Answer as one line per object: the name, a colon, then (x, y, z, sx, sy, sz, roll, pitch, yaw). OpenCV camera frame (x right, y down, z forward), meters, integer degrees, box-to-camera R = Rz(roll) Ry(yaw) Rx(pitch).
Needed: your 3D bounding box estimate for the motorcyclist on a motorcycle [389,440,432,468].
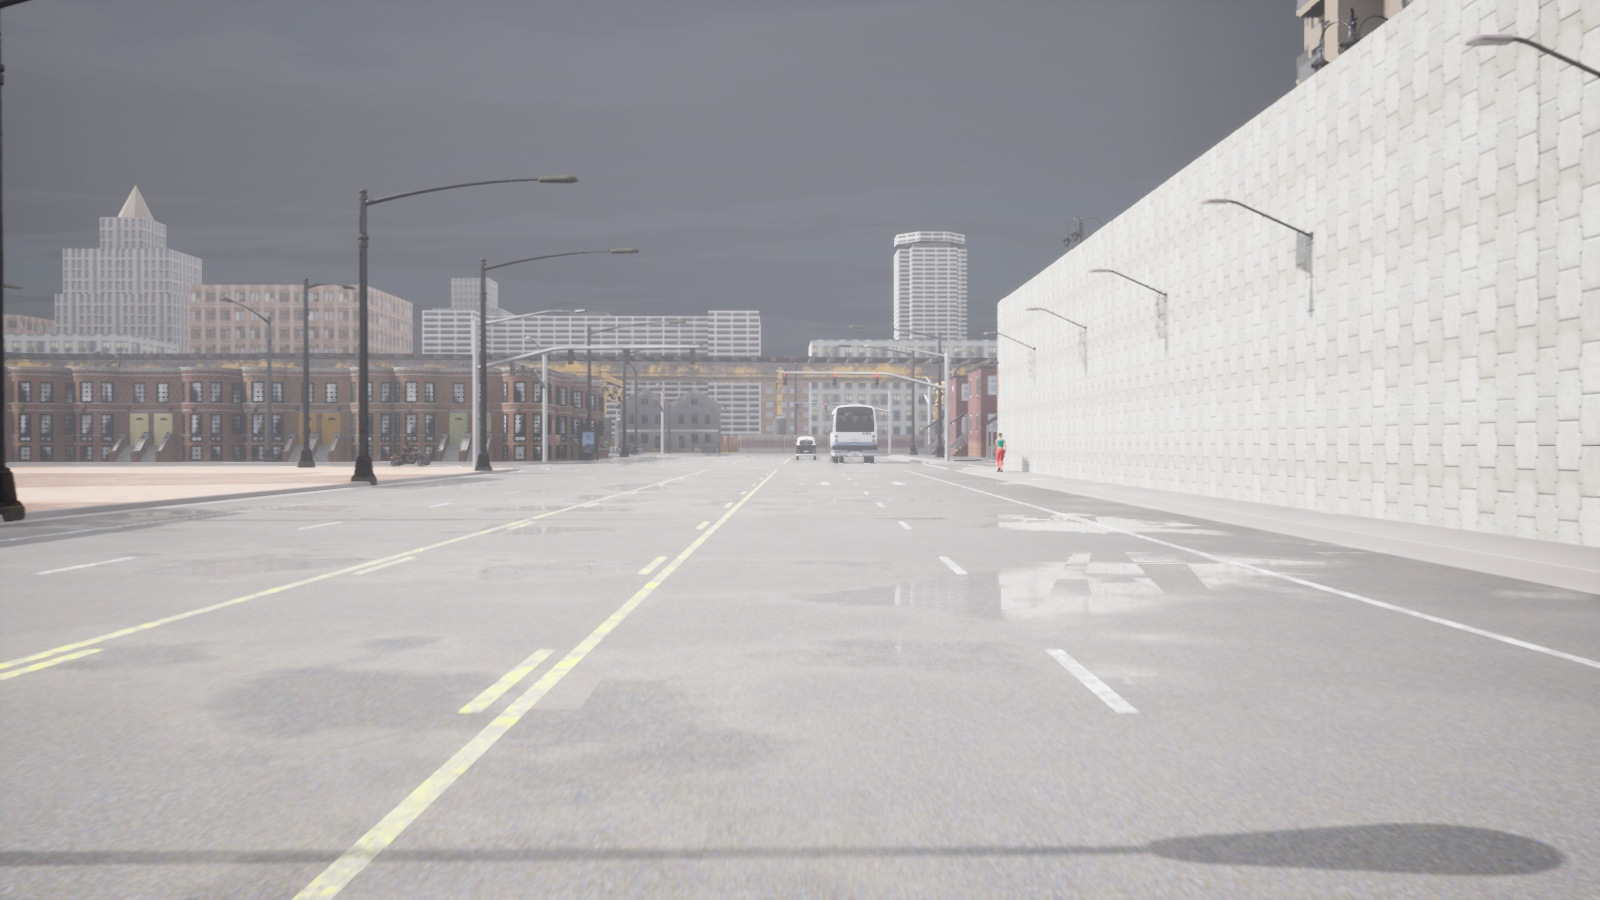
motorcyclist on a motorcycle: (-23.800, 0.241, 76.711, 2.350, 1.649, 0.766, 0, 0, 0)

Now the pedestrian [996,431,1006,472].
pedestrian: (9.054, 0.087, 56.594, 0.345, 1.836, 0.594, 0, 0, 1)

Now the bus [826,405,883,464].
bus: (4.004, -1.170, 95.649, 3.944, 4.253, 10.273, 0, 0, 0)
